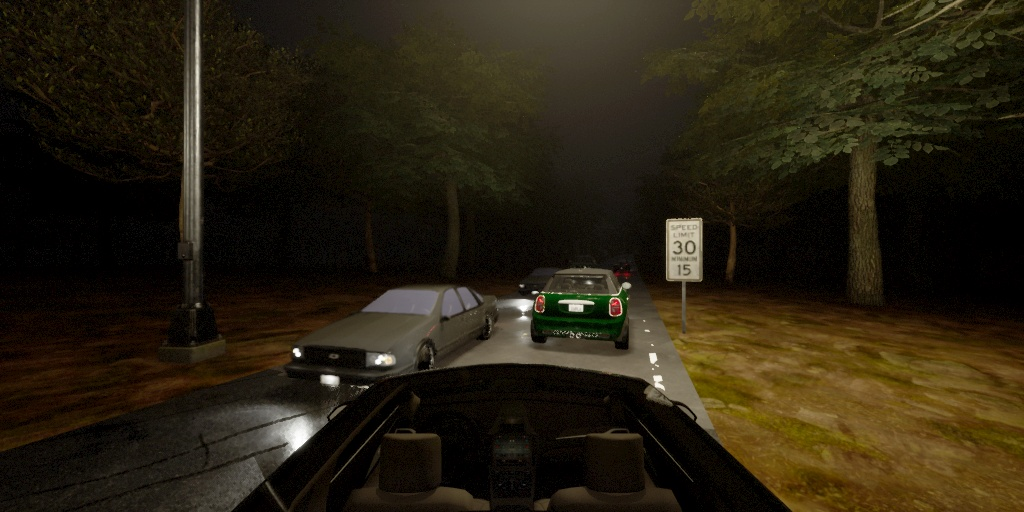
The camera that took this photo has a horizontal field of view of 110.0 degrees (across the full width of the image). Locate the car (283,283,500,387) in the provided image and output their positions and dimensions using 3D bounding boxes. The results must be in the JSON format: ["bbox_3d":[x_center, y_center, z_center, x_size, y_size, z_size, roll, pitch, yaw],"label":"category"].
[{"bbox_3d":[-1.780,1.298,7.446,2.033,1.411,5.357,0,0,15],"label":"car"}]

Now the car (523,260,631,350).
[{"bbox_3d":[2.003,1.103,9.473,2.097,1.767,4.553,0,0,18],"label":"car"}]

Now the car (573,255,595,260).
[{"bbox_3d":[6.559,0.947,32.945,2.150,2.045,5.566,0,0,19],"label":"car"}]

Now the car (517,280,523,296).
[{"bbox_3d":[1.888,1.299,18.958,2.033,1.411,5.357,0,0,18],"label":"car"}]
